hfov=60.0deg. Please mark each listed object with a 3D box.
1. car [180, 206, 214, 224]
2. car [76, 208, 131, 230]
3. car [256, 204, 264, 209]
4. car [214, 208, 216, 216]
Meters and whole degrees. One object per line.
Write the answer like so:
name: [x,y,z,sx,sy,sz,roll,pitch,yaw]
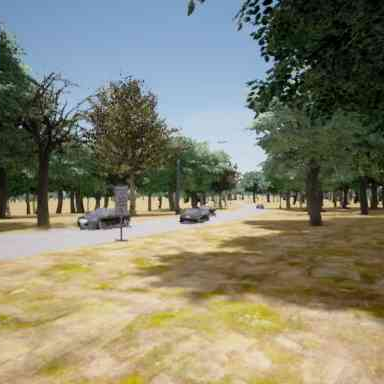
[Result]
car: [0.363,2.371,33.432,1.994,1.385,4.181,1,-1,22]
car: [-6.559,1.988,25.188,2.128,1.511,4.902,1,-1,24]
car: [18.323,3.821,89.516,1.994,1.385,4.181,1,-1,12]
car: [1.866,2.612,45.619,2.128,1.511,4.902,1,-2,21]
